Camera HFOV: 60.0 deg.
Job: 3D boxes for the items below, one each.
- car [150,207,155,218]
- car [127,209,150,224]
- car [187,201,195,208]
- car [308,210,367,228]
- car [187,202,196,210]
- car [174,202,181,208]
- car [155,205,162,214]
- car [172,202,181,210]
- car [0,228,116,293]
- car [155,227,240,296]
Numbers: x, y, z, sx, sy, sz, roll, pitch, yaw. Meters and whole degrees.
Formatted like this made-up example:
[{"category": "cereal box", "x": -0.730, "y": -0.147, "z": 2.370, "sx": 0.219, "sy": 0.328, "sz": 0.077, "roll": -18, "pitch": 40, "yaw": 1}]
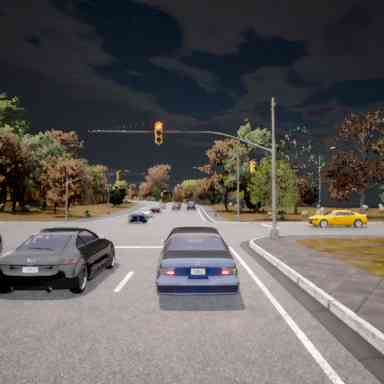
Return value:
[{"category": "car", "x": -7.240, "y": 3.309, "z": 51.493, "sx": 1.812, "sy": 1.442, "sz": 4.674, "roll": 0, "pitch": -2, "yaw": 0}, {"category": "car", "x": -6.065, "y": 2.808, "z": 36.478, "sx": 1.895, "sy": 1.301, "sz": 4.718, "roll": 1, "pitch": -3, "yaw": -14}, {"category": "car", "x": -0.321, "y": 3.248, "z": 88.051, "sx": 1.882, "sy": 1.535, "sz": 5.008, "roll": 0, "pitch": 0, "yaw": -4}, {"category": "car", "x": 12.965, "y": 2.369, "z": 29.720, "sx": 5.008, "sy": 1.535, "sz": 1.882, "roll": 0, "pitch": -3, "yaw": -2}, {"category": "car", "x": -0.200, "y": 3.314, "z": 77.872, "sx": 2.097, "sy": 1.767, "sz": 4.553, "roll": 0, "pitch": 0, "yaw": 0}, {"category": "car", "x": -3.845, "y": 3.433, "z": 88.309, "sx": 1.837, "sy": 1.490, "sz": 4.892, "roll": 0, "pitch": 0, "yaw": -4}, {"category": "car", "x": -7.194, "y": 3.595, "z": 66.126, "sx": 1.895, "sy": 1.301, "sz": 4.718, "roll": 0, "pitch": 0, "yaw": 0}, {"category": "car", "x": -3.701, "y": 3.489, "z": 78.333, "sx": 1.812, "sy": 1.442, "sz": 4.674, "roll": 0, "pitch": 0, "yaw": 0}, {"category": "car", "x": -3.444, "y": 1.666, "z": 9.100, "sx": 1.994, "sy": 1.385, "sz": 4.181, "roll": 0, "pitch": -1, "yaw": 0}, {"category": "car", "x": 0.069, "y": 1.647, "z": 8.991, "sx": 2.033, "sy": 1.411, "sz": 5.357, "roll": 0, "pitch": -1, "yaw": -1}]
